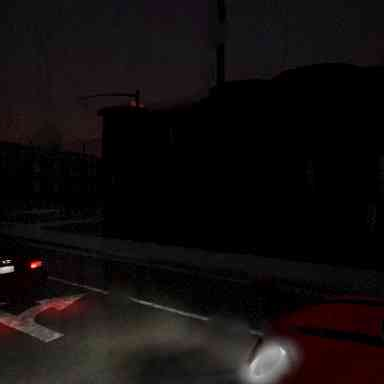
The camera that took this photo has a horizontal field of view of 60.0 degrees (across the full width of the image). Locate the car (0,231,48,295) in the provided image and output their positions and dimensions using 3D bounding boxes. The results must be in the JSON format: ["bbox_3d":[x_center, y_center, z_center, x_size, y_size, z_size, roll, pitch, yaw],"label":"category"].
[{"bbox_3d":[-5.566,1.547,7.940,5.357,1.411,2.033,0,0,38],"label":"car"}]

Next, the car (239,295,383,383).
[{"bbox_3d":[2.569,1.352,2.163,4.553,1.767,2.097,0,0,36],"label":"car"}]

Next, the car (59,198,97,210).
[{"bbox_3d":[-14.574,1.490,42.686,2.128,1.511,4.902,0,0,36],"label":"car"}]

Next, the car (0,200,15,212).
[{"bbox_3d":[-22.478,1.564,37.681,1.994,1.385,4.181,0,0,37],"label":"car"}]
